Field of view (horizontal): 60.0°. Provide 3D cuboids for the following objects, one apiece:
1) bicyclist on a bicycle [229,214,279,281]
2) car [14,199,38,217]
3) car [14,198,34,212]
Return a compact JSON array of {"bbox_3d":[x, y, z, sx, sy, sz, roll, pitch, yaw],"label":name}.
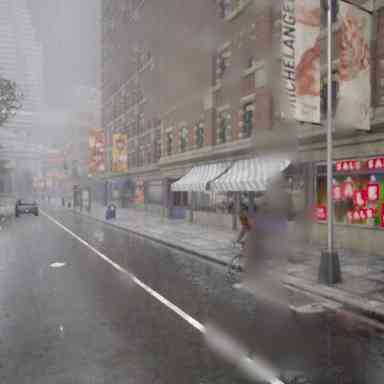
[{"bbox_3d":[1.550,1.357,8.502,1.656,1.620,0.582,-11,5,-28],"label":"bicyclist on a bicycle"},{"bbox_3d":[-15.674,1.479,31.518,2.128,1.511,4.902,0,0,-28],"label":"car"},{"bbox_3d":[-20.261,1.533,40.114,2.033,1.411,5.357,0,0,-27],"label":"car"}]
